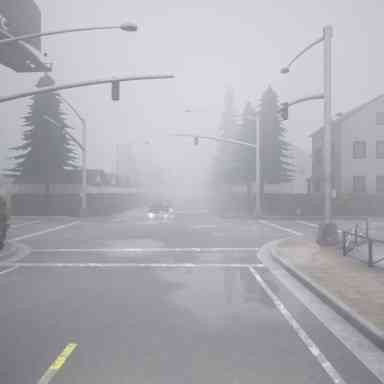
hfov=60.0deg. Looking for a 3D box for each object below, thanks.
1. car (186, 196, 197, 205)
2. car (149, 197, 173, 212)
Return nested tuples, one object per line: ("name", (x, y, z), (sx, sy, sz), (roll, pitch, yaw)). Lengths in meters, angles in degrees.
("car", (-0.086, 1.491, 59.322), (2.128, 1.511, 4.902), (0, 0, 0))
("car", (-3.644, 1.352, 38.109), (2.097, 1.767, 4.553), (0, 0, 0))
